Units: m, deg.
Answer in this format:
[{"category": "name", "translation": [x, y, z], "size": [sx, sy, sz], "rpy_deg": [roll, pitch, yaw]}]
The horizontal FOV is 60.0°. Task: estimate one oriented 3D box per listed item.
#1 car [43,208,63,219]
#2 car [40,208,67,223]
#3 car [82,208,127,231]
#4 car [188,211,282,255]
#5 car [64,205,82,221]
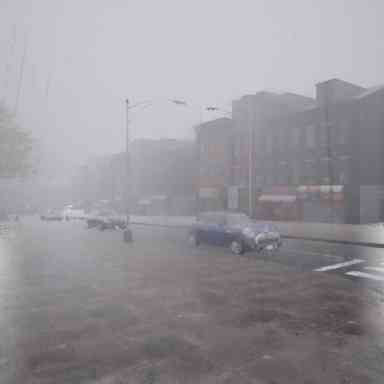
[{"category": "car", "translation": [-22.699, 3.481, 54.310], "size": [2.097, 1.767, 4.553], "rpy_deg": [0, -2, -36]}, {"category": "car", "translation": [-18.547, 3.229, 43.579], "size": [2.033, 1.411, 5.357], "rpy_deg": [0, -2, -36]}, {"category": "car", "translation": [-7.043, 2.203, 27.276], "size": [2.097, 1.767, 4.553], "rpy_deg": [0, -2, -35]}, {"category": "car", "translation": [1.766, 1.659, 14.914], "size": [2.097, 1.767, 4.553], "rpy_deg": [0, -2, -35]}, {"category": "car", "translation": [-16.574, 2.896, 45.719], "size": [2.150, 2.045, 5.566], "rpy_deg": [0, -2, -35]}]
